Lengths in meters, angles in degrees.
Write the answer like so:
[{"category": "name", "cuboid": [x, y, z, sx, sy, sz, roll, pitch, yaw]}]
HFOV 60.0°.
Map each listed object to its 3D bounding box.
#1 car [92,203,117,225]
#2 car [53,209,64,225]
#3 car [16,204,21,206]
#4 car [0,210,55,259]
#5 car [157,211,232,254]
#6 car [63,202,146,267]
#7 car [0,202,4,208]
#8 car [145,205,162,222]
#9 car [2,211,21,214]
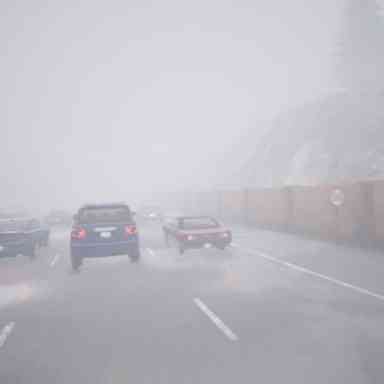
[{"category": "car", "cuboid": [-7.600, 1.867, 29.054, 1.882, 1.535, 5.008, -2, 0, -14]}, {"category": "car", "cuboid": [-10.704, 2.069, 27.078, 1.994, 1.385, 4.181, -2, 0, -14]}, {"category": "car", "cuboid": [-37.419, 2.852, 70.264, 1.994, 1.385, 4.181, -2, 0, -16]}, {"category": "car", "cuboid": [-7.188, 1.802, 13.784, 1.882, 1.535, 5.008, -2, 0, -15]}, {"category": "car", "cuboid": [-0.006, 1.646, 13.972, 1.895, 1.301, 4.718, -2, 0, -15]}, {"category": "car", "cuboid": [-3.263, 1.390, 12.539, 2.150, 2.045, 5.566, -2, 0, -15]}, {"category": "car", "cuboid": [-40.796, 2.783, 69.325, 2.097, 1.767, 4.553, -2, 0, -16]}, {"category": "car", "cuboid": [-3.389, 1.766, 26.667, 2.033, 1.411, 5.357, -2, 0, -14]}, {"category": "car", "cuboid": [-14.085, 2.198, 26.190, 1.994, 1.385, 4.181, -2, 0, -14]}]
